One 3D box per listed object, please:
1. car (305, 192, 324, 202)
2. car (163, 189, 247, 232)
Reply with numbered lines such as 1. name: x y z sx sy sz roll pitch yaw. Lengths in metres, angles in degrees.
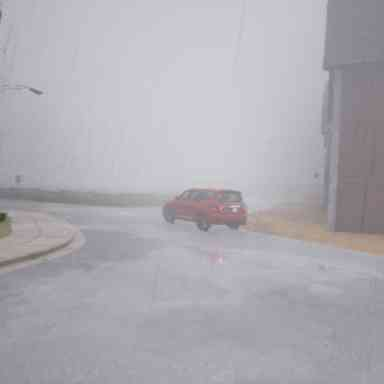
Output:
1. car: 23.387 0.878 63.088 4.553 1.767 2.097 1 1 -39
2. car: 0.529 0.831 17.659 2.150 2.045 5.566 1 1 -33
